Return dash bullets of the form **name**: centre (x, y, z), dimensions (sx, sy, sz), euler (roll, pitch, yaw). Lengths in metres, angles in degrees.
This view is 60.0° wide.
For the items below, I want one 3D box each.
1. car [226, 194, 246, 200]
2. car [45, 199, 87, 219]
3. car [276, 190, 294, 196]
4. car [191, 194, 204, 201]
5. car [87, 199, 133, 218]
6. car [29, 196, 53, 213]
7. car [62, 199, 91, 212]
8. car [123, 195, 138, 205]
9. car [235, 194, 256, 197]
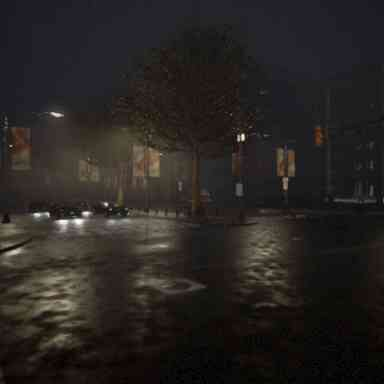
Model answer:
- **car**: centre (10.303, 1.152, 77.990), dimensions (1.895, 1.301, 4.718), euler (0, 0, -36)
- **car**: centre (-10.930, 1.518, 28.721), dimensions (1.994, 1.385, 4.181), euler (0, 0, -36)
- **car**: centre (24.815, 0.611, 89.487), dimensions (2.435, 2.045, 5.566), euler (0, 0, -36)
- **car**: centre (0.651, 1.169, 71.540), dimensions (2.161, 1.482, 4.786), euler (0, 0, -36)
- **car**: centre (-7.437, 1.535, 29.856), dimensions (1.895, 1.301, 4.718), euler (0, 0, -36)
- **car**: centre (-16.764, 1.518, 36.871), dimensions (1.994, 1.385, 4.181), euler (0, 0, -35)
- **car**: centre (-13.246, 1.498, 37.942), dimensions (1.994, 1.385, 4.181), euler (0, 0, -37)
- **car**: centre (-10.681, 1.218, 54.386), dimensions (2.097, 1.767, 4.553), euler (0, 0, -36)
- **car**: centre (11.128, 1.052, 64.057), dimensions (2.002, 1.452, 4.674), euler (0, 0, -36)
